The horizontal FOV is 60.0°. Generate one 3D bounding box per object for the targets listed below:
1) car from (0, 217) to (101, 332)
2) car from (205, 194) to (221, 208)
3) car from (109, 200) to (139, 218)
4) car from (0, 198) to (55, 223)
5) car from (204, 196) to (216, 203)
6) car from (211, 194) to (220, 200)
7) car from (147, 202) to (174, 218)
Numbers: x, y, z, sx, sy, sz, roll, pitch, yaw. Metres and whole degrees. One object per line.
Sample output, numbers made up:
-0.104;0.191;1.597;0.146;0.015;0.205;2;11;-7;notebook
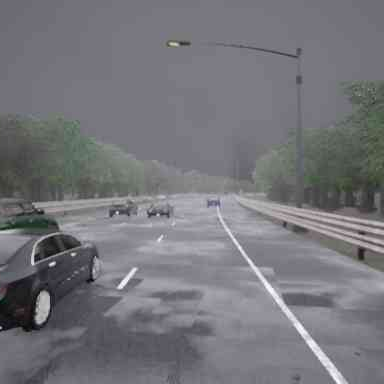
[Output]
-3.327;1.501;6.837;1.837;1.490;4.892;0;0;1;car
3.142;1.416;47.906;1.882;1.535;5.008;0;0;4;car
-6.109;1.467;30.139;1.837;1.490;4.892;0;0;3;car
-6.754;1.213;11.740;2.150;2.045;5.566;0;0;1;car
3.640;1.460;66.866;2.033;1.411;5.357;0;0;6;car
6.227;1.357;87.286;1.812;1.442;4.674;0;0;9;car
-2.654;1.567;29.238;1.895;1.301;4.718;0;0;3;car
